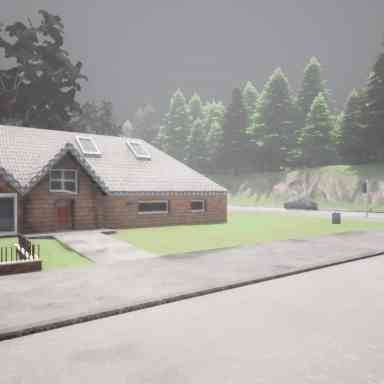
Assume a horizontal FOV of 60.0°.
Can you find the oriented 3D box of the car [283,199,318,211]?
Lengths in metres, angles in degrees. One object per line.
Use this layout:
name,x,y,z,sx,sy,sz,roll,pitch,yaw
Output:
car,13.476,1.564,41.403,1.994,1.385,4.181,0,0,-35
